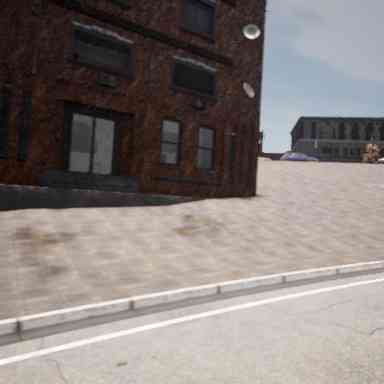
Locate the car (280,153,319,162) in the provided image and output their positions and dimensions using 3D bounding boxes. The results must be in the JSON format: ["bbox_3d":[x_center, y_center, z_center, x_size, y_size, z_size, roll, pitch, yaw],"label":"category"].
[{"bbox_3d":[13.004,-3.886,40.421,4.553,1.767,2.185,3,-2,9],"label":"car"}]

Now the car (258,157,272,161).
[{"bbox_3d":[7.580,-3.965,41.298,4.674,1.452,2.002,3,-2,9],"label":"car"}]

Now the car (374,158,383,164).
[{"bbox_3d":[23.786,-3.271,38.658,4.892,1.521,2.231,3,-2,9],"label":"car"}]
